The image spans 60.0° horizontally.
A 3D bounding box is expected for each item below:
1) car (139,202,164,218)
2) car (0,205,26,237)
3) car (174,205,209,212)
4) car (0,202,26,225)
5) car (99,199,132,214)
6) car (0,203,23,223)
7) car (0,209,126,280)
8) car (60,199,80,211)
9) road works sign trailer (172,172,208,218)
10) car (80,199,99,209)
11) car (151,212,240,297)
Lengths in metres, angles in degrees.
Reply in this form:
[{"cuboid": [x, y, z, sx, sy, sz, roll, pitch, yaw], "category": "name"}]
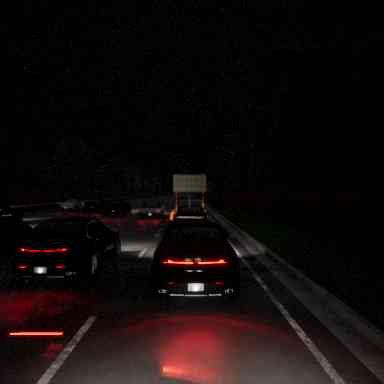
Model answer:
[{"cuboid": [-3.614, 1.601, 30.677, 1.895, 1.301, 4.718, 0, 0, 0], "category": "car"}, {"cuboid": [-10.504, 1.503, 16.831, 1.837, 1.490, 4.892, 0, 0, 0], "category": "car"}, {"cuboid": [-0.044, 1.488, 18.930, 2.128, 1.511, 4.902, 0, 0, 1], "category": "car"}, {"cuboid": [-14.061, 1.526, 23.953, 1.812, 1.442, 4.674, 0, 0, 0], "category": "car"}, {"cuboid": [-7.128, 1.492, 32.358, 2.128, 1.511, 4.902, 0, 0, 0], "category": "car"}, {"cuboid": [-6.959, 1.353, 10.670, 2.097, 1.767, 4.553, 0, 0, 0], "category": "car"}, {"cuboid": [-3.454, 1.506, 9.968, 1.837, 1.490, 4.892, 0, 0, 0], "category": "car"}, {"cuboid": [-14.182, 1.526, 39.621, 1.812, 1.442, 4.674, 0, 0, 0], "category": "car"}, {"cuboid": [-0.167, 0.464, 22.800, 2.380, 3.560, 2.880, 0, 0, -3], "category": "road works sign trailer"}, {"cuboid": [-10.669, 1.477, 37.789, 1.882, 1.535, 5.008, 0, 0, 0], "category": "car"}, {"cuboid": [0.055, 1.505, 8.544, 1.837, 1.490, 4.892, 0, 0, 0], "category": "car"}]
